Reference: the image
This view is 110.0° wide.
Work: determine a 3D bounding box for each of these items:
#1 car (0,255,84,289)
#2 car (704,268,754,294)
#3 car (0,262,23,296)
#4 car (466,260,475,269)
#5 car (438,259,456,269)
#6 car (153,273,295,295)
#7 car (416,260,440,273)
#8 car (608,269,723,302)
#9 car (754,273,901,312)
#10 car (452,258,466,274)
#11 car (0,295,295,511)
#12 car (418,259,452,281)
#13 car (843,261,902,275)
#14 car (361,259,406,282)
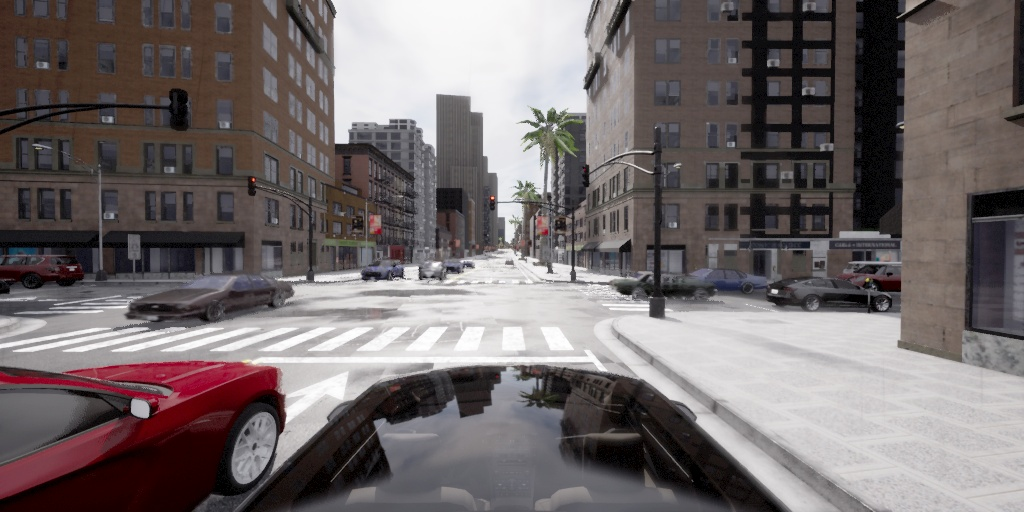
[{"bbox_3d":[-27.277,0.836,19.927,5.009,1.841,2.192,0,0,-9],"label":"car"},{"bbox_3d":[11.707,1.400,20.673,5.357,1.411,2.033,0,1,0],"label":"car"},{"bbox_3d":[-24.033,1.126,14.593,4.892,1.490,1.837,1,1,-9],"label":"car"},{"bbox_3d":[-6.987,1.328,56.313,1.895,1.301,4.718,0,0,0],"label":"car"},{"bbox_3d":[-10.240,1.204,56.678,1.882,1.535,5.008,0,0,0],"label":"car"},{"bbox_3d":[-9.908,1.317,12.527,2.033,1.411,5.357,0,0,0],"label":"car"},{"bbox_3d":[-10.156,1.244,43.796,1.837,1.490,4.892,0,0,0],"label":"car"},{"bbox_3d":[7.271,1.458,17.534,4.718,1.301,1.895,1,1,2],"label":"car"},{"bbox_3d":[12.864,1.513,14.727,4.313,1.339,1.948,0,0,0],"label":"car"},{"bbox_3d":[-6.889,1.091,41.442,2.097,1.767,4.553,0,0,0],"label":"car"},{"bbox_3d":[-3.144,1.228,1.490,1.882,1.535,5.008,0,0,1],"label":"car"},{"bbox_3d":[-6.525,1.235,29.709,2.128,1.511,4.902,0,0,-5],"label":"car"},{"bbox_3d":[21.177,1.279,20.682,4.553,1.767,2.097,0,1,0],"label":"car"},{"bbox_3d":[-10.305,1.092,28.999,2.097,1.767,4.553,0,0,3],"label":"car"}]
